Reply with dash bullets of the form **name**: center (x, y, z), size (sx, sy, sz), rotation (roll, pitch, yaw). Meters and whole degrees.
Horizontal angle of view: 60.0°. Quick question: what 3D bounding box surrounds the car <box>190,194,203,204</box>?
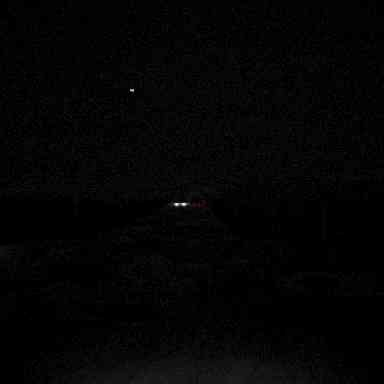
- **car**: center (0.704, 1.212, 54.346), size (2.128, 1.511, 4.902), rotation (0, 0, 1)

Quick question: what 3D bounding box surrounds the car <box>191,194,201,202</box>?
- **car**: center (0.834, 1.200, 64.384), size (1.812, 1.442, 4.674), rotation (0, 0, 1)

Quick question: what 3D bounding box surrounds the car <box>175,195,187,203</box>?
- **car**: center (-1.981, 1.253, 59.412), size (1.994, 1.385, 4.181), rotation (0, 0, 1)
